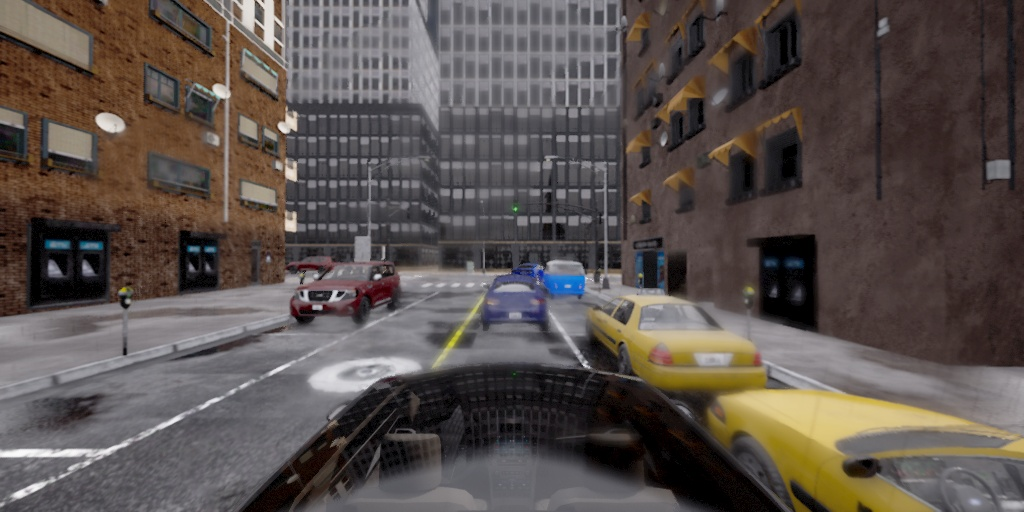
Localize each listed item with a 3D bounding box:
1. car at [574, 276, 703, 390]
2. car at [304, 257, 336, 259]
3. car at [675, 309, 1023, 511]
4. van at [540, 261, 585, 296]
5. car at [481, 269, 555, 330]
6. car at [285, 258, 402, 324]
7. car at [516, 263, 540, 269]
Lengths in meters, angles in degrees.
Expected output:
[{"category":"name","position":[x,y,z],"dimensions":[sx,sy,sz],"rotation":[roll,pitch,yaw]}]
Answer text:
[{"category":"car","position":[2.557,1.292,6.879],"dimensions":[1.751,1.417,4.829],"rotation":[0,0,0]},{"category":"car","position":[-20.967,0.977,37.895],"dimensions":[5.009,1.841,2.192],"rotation":[0,0,0]},{"category":"car","position":[2.570,1.273,1.239],"dimensions":[1.751,1.417,4.829],"rotation":[0,0,0]},{"category":"van","position":[2.530,1.147,17.990],"dimensions":[1.690,1.789,3.998],"rotation":[0,0,0]},{"category":"car","position":[0.080,1.308,11.168],"dimensions":[1.812,1.442,4.674],"rotation":[0,0,0]},{"category":"car","position":[-5.337,1.101,12.331],"dimensions":[2.192,1.841,5.009],"rotation":[0,0,0]},{"category":"car","position":[1.601,1.329,28.105],"dimensions":[1.882,1.535,5.008],"rotation":[0,0,23]}]
